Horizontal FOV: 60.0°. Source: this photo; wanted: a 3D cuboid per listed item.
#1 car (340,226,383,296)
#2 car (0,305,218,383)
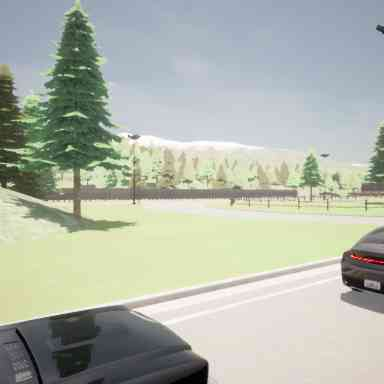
[{"bbox_3d":[5.393,1.505,7.688,4.892,1.490,1.837,0,0,-35],"label":"car"},{"bbox_3d":[-2.105,1.601,2.248,4.718,1.301,1.895,0,0,-35],"label":"car"}]
